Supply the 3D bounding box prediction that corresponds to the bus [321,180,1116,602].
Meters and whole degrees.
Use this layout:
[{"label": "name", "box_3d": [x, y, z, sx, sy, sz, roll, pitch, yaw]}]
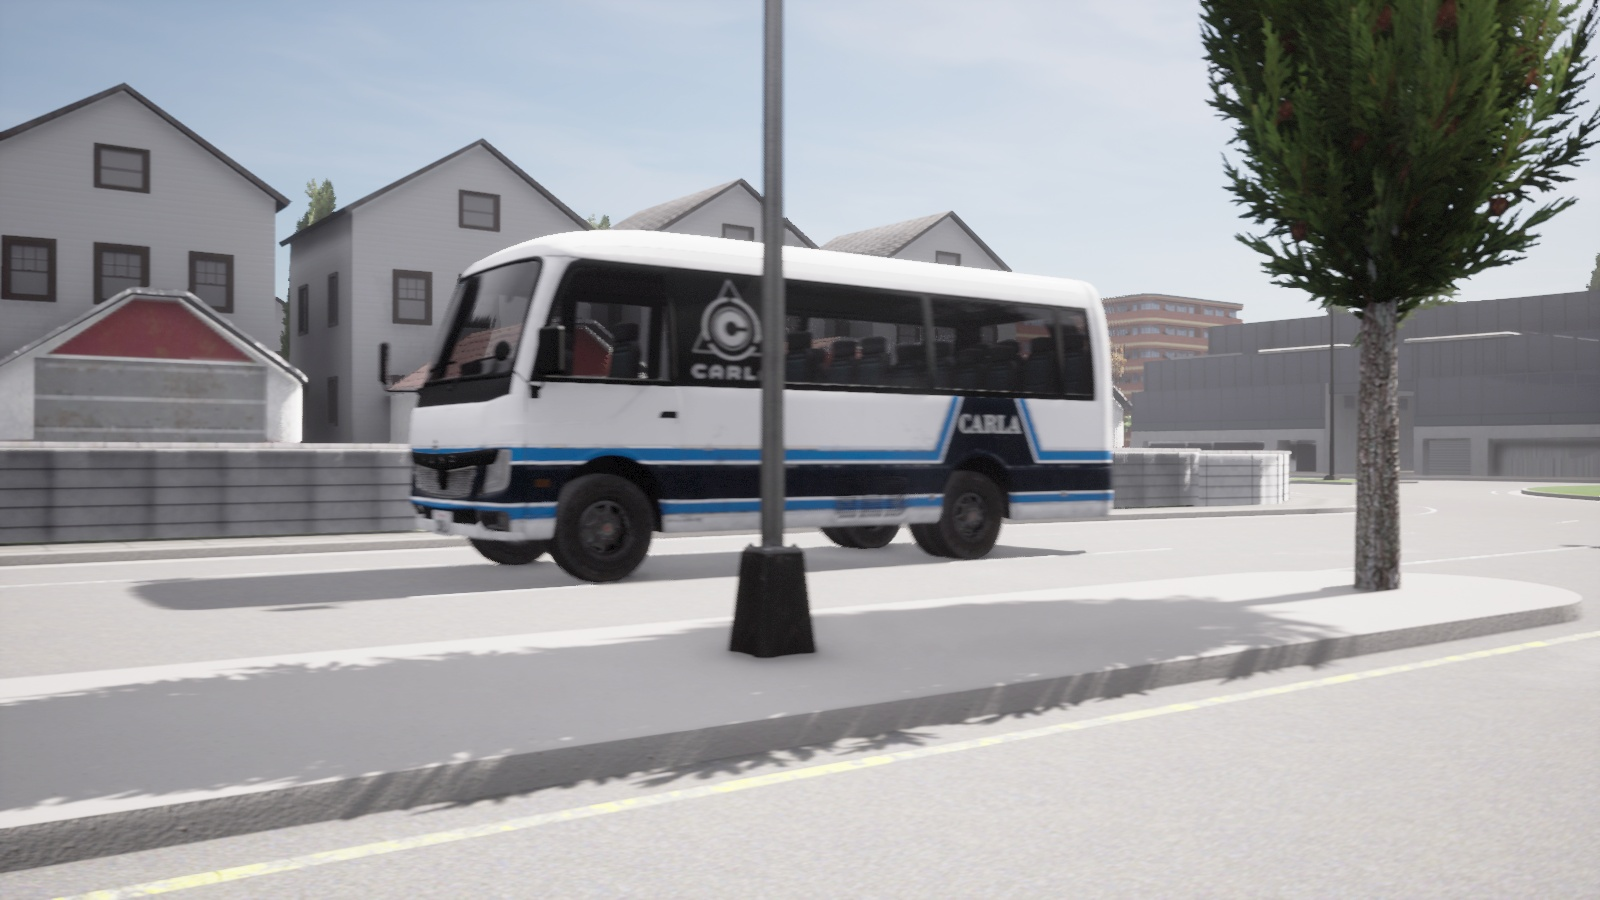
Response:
[{"label": "bus", "box_3d": [-0.706, -0.588, 17.187, 10.273, 4.253, 3.944, 0, 0, -35]}]
